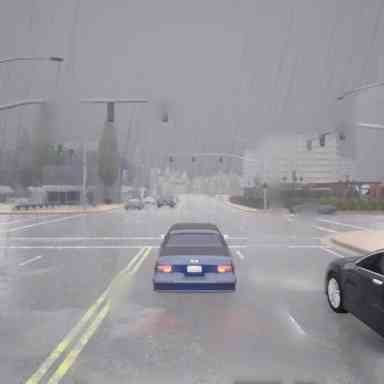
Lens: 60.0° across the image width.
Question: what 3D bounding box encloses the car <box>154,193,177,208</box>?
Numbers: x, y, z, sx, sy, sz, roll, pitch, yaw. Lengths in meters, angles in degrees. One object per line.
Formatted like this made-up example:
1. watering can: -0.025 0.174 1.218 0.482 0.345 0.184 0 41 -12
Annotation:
1. car: -3.726 1.221 48.351 2.150 2.045 5.566 0 0 0

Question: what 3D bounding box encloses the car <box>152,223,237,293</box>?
1. car: 0.056 1.547 8.993 2.033 1.411 5.357 0 0 0

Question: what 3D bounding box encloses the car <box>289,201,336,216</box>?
1. car: 11.601 1.564 32.068 4.181 1.385 1.994 0 0 4

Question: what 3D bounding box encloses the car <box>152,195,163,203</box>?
1. car: -7.201 1.500 69.363 1.837 1.490 4.892 0 0 0

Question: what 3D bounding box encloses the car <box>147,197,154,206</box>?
1. car: -7.246 1.525 56.312 1.812 1.442 4.674 0 0 0

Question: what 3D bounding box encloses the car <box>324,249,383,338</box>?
1. car: 3.548 1.505 4.746 1.837 1.490 4.892 0 0 0

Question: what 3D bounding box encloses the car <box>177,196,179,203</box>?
1. car: -3.749 1.525 58.708 1.812 1.442 4.674 0 0 0

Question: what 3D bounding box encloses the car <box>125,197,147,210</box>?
1. car: -7.221 1.526 42.056 1.812 1.442 4.674 0 0 0
